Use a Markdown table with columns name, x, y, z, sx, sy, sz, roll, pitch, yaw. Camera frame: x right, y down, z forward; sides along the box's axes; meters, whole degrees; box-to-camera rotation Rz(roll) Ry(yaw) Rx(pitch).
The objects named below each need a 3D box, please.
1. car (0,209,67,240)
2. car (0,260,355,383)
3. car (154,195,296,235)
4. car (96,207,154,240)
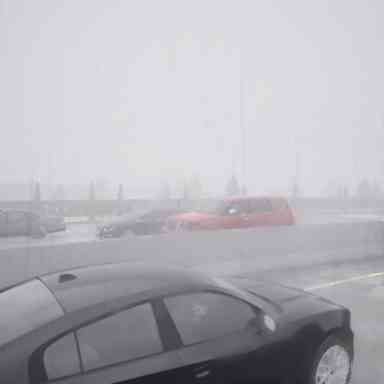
| name | x | y | z | sx | sy | sz | roll | pitch | yaw |
| --- | --- | --- | --- | --- | --- | --- | --- | --- | --- |
| car | -8.528 | 1.467 | 14.957 | 5.357 | 1.411 | 2.033 | 0 | 0 | -34 |
| car | -0.382 | 1.461 | 3.306 | 5.008 | 1.535 | 1.882 | 0 | 0 | -34 |
| car | 1.589 | 1.167 | 13.043 | 5.566 | 2.045 | 2.150 | 0 | 0 | -30 |
| car | -1.822 | 1.436 | 15.024 | 4.892 | 1.490 | 1.837 | 0 | 0 | -31 |
